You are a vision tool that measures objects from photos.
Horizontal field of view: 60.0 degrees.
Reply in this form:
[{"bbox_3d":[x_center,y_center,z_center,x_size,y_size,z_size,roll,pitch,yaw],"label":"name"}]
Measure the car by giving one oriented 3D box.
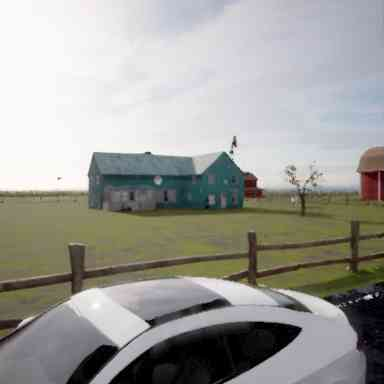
[{"bbox_3d":[-0.493,1.521,2.561,4.674,1.442,1.812,-1,0,-34],"label":"car"}]
